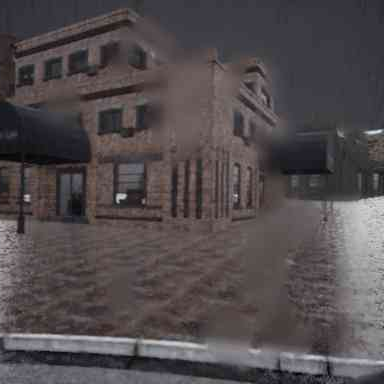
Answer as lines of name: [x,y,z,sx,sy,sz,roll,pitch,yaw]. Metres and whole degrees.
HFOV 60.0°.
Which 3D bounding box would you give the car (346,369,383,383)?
car: [3.252,1.633,2.159,4.892,1.490,1.837,1,-2,-8]
